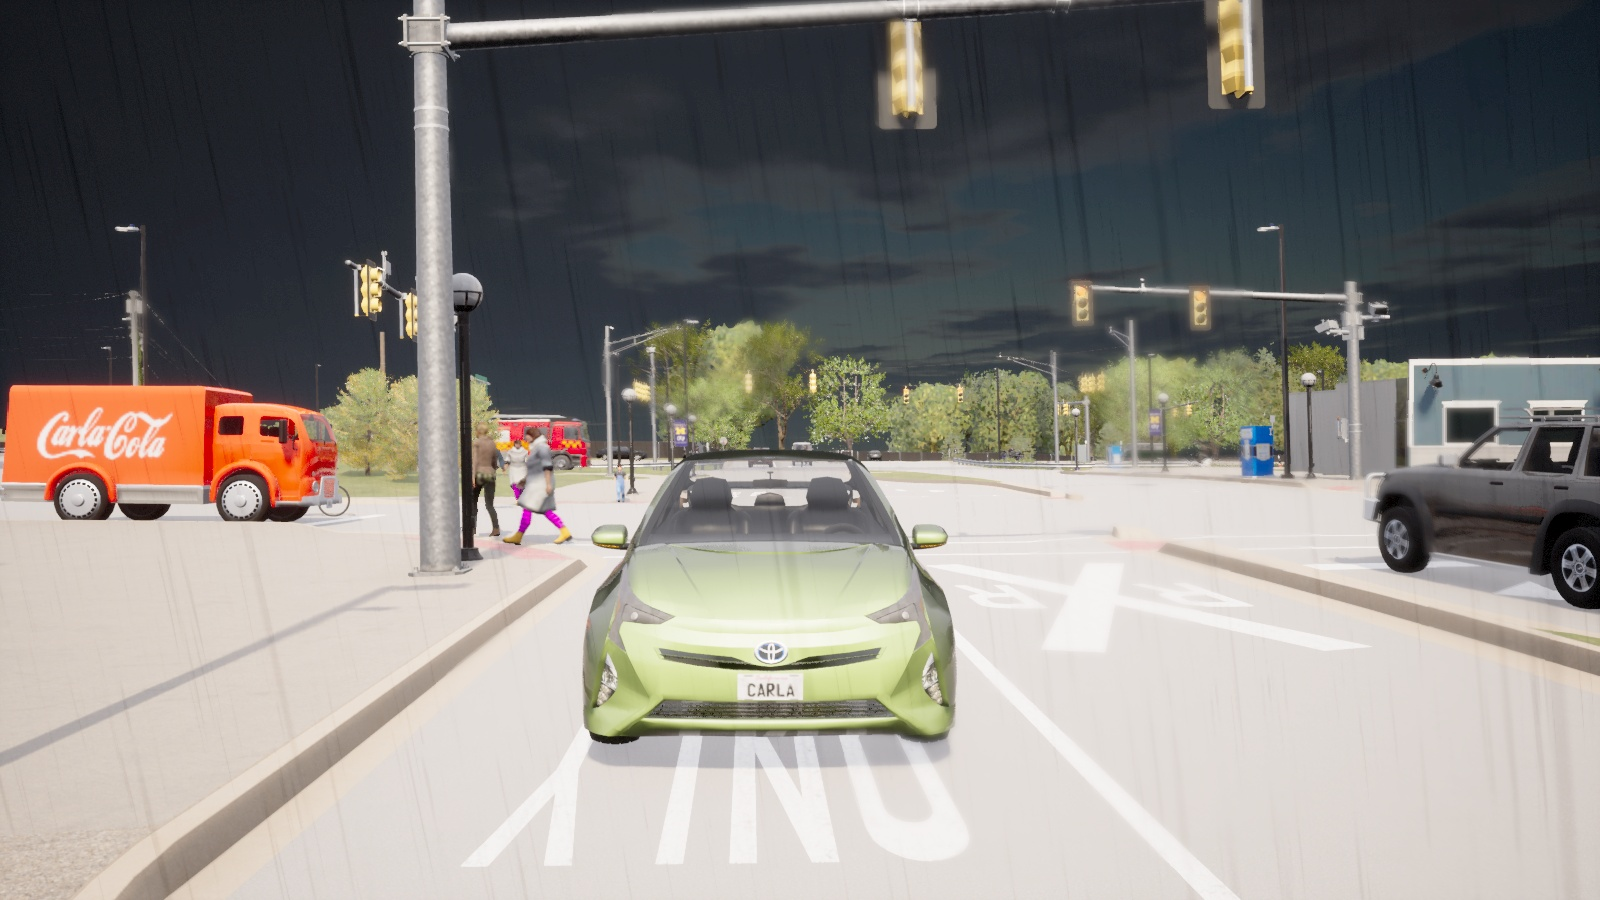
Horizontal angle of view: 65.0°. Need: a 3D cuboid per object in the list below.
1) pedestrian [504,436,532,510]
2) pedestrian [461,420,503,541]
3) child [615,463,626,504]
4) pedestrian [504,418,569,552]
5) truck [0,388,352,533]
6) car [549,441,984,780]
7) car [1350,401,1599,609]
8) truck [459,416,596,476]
[{"bbox_3d":[-7.618,0.620,33.932,0.659,1.952,0.873,-2,-1,-12],"label":"pedestrian"},{"bbox_3d":[-4.959,0.471,19.569,0.331,1.846,0.634,-1,-1,-41],"label":"pedestrian"},{"bbox_3d":[-5.610,1.032,39.216,0.270,1.263,0.437,-2,-1,-6],"label":"child"},{"bbox_3d":[-3.954,0.512,18.907,0.873,1.952,0.659,-2,-1,-10],"label":"pedestrian"},{"bbox_3d":[-11.177,0.198,22.731,5.204,2.467,2.627,0,-1,-2],"label":"truck"},{"bbox_3d":[-0.205,0.725,8.079,2.007,1.525,4.514,0,1,-1],"label":"car"},{"bbox_3d":[7.885,0.437,13.016,1.932,1.855,4.605,-1,1,-7],"label":"car"},{"bbox_3d":[-17.983,-0.261,83.260,8.468,3.827,2.891,0,-1,-3],"label":"truck"}]
